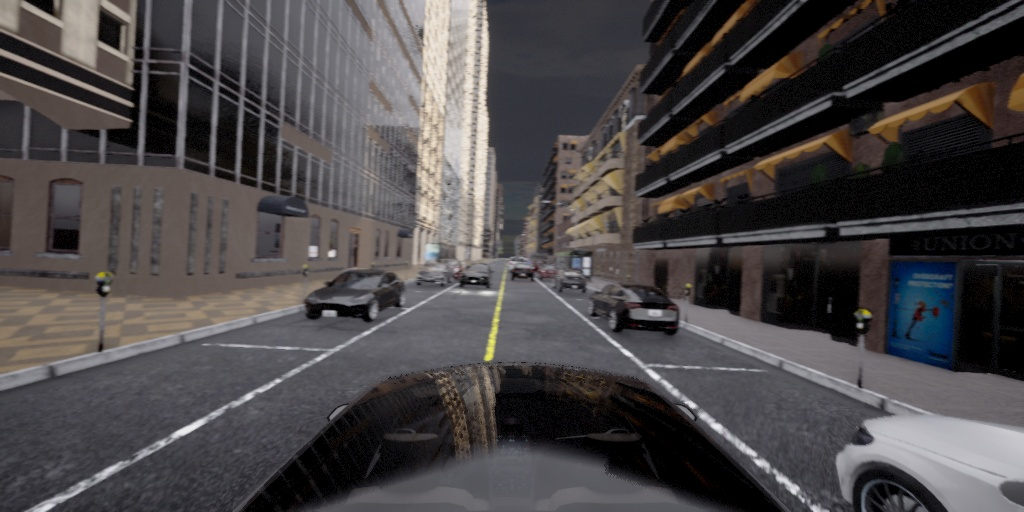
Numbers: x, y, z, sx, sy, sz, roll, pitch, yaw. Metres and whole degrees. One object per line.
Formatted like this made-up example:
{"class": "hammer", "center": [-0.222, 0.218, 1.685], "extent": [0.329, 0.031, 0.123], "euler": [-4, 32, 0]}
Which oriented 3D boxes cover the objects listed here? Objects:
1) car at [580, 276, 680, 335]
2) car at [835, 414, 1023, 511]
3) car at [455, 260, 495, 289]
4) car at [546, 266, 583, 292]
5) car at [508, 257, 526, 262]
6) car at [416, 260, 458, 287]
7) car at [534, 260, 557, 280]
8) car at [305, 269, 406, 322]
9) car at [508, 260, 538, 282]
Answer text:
{"class": "car", "center": [3.675, 1.526, 11.427], "extent": [1.948, 1.339, 4.313], "euler": [0, 0, -1]}
{"class": "car", "center": [3.492, 1.450, 0.839], "extent": [1.812, 1.442, 4.674], "euler": [3, 0, -1]}
{"class": "car", "center": [-2.195, 1.197, 22.843], "extent": [1.837, 1.490, 4.892], "euler": [3, 0, -1]}
{"class": "car", "center": [3.547, 1.533, 22.723], "extent": [2.007, 1.370, 4.403], "euler": [0, 0, -1]}
{"class": "car", "center": [0.679, 1.127, 46.232], "extent": [2.150, 2.045, 5.566], "euler": [3, 0, 0]}
{"class": "car", "center": [-4.822, 1.109, 22.629], "extent": [2.007, 1.370, 4.403], "euler": [0, 0, -1]}
{"class": "car", "center": [3.419, 1.448, 34.019], "extent": [1.967, 1.591, 4.097], "euler": [0, 0, -1]}
{"class": "car", "center": [-4.695, 1.102, 11.333], "extent": [1.948, 1.339, 4.313], "euler": [0, 0, -1]}
{"class": "car", "center": [0.885, 1.349, 31.505], "extent": [1.882, 1.535, 5.008], "euler": [3, 0, 0]}
